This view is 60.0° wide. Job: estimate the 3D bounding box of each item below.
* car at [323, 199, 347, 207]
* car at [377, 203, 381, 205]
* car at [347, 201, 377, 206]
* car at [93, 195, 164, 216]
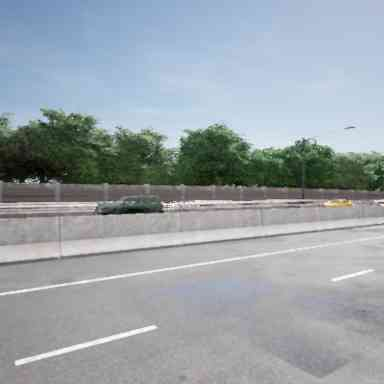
[{"bbox_3d":[19.168,1.729,43.448,5.008,1.535,1.882,0,0,-35],"label":"car"},{"bbox_3d":[23.763,1.748,38.126,4.902,1.511,2.128,1,0,-35],"label":"car"},{"bbox_3d":[21.507,1.780,40.818,4.674,1.442,1.812,1,0,-35],"label":"car"},{"bbox_3d":[-4.864,1.288,26.282,5.566,2.045,2.150,1,-1,-35],"label":"car"}]
